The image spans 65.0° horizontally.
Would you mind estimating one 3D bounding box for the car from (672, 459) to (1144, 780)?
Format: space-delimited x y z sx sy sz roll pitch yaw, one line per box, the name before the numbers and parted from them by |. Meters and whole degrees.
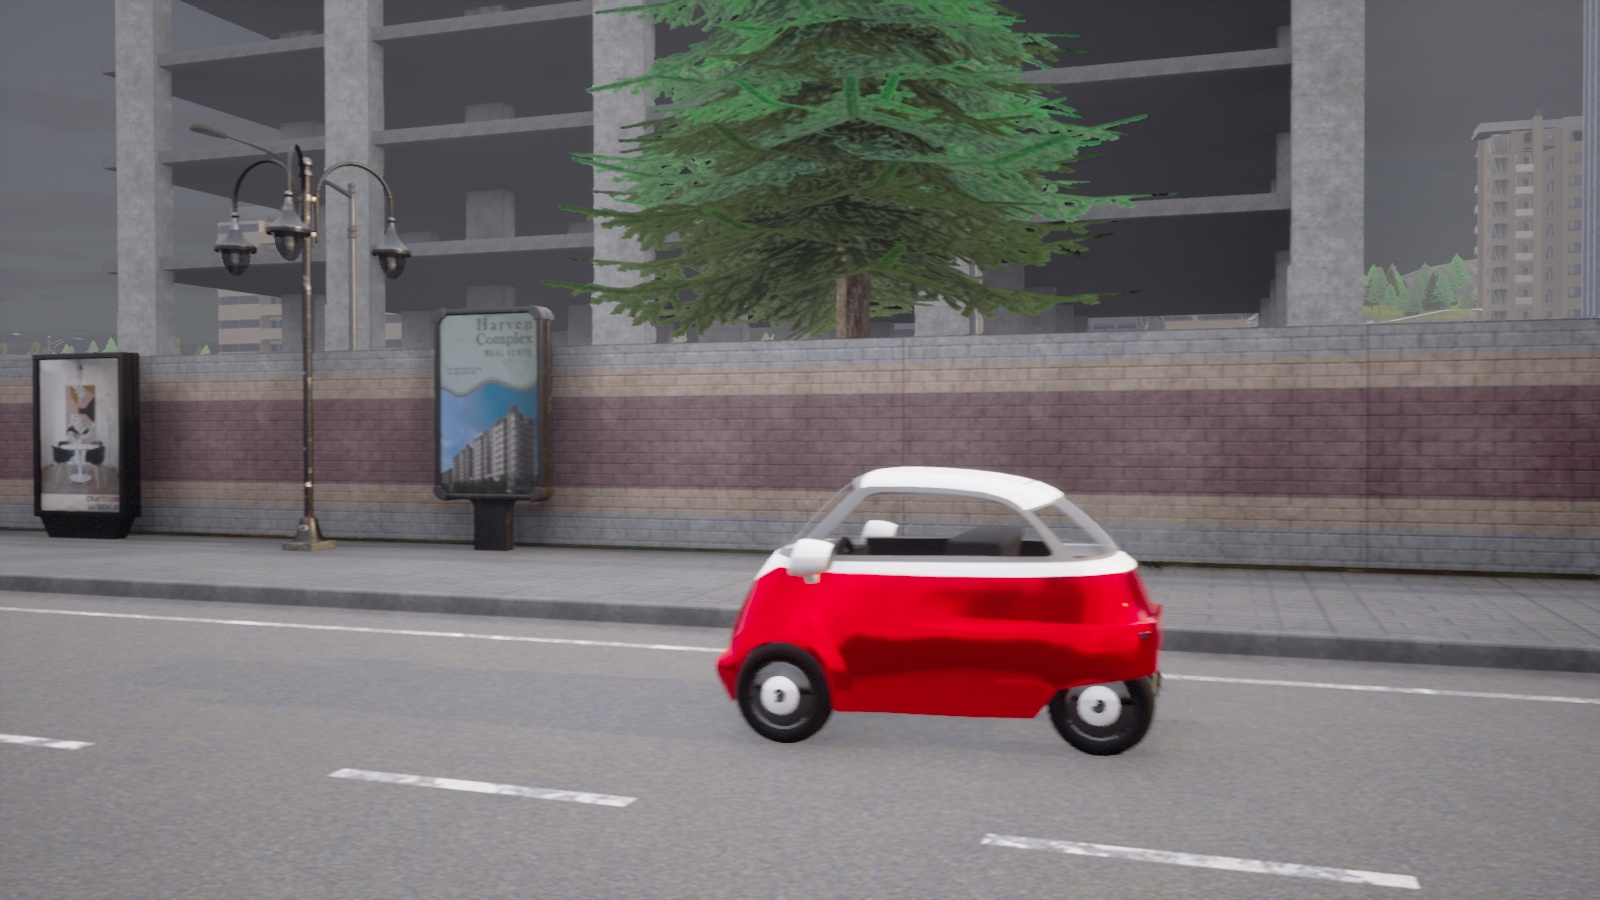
car | 0.641 0.773 6.695 2.207 1.376 1.481 1 1 18
